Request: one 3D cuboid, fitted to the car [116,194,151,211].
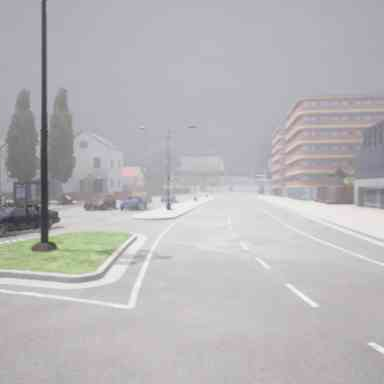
[{"bbox_3d":[-5.975,1.168,34.389,1.812,1.442,4.674,0,1,7],"label":"car"}]

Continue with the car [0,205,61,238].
[{"bbox_3d":[-9.041,1.361,16.874,2.033,1.411,5.357,0,1,18],"label":"car"}]

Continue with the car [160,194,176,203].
[{"bbox_3d":[-3.706,0.988,52.765,1.812,1.442,4.674,0,0,7],"label":"car"}]

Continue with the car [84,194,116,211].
[{"bbox_3d":[-9.477,0.986,34.628,2.097,1.767,4.553,0,1,7],"label":"car"}]
